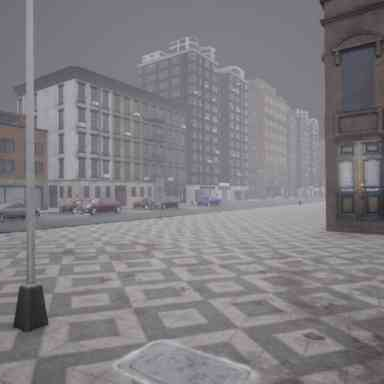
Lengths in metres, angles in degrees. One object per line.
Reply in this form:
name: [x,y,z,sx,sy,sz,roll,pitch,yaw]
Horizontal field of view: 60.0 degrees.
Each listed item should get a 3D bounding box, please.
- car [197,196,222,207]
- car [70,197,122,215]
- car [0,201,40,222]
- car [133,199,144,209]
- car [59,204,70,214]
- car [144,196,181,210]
car: [2.637,1.402,49.963,1.882,1.535,5.008,-1,0,36]
car: [-9.287,1.319,33.263,2.097,1.767,4.553,-1,0,35]
car: [-14.279,1.549,26.233,1.994,1.385,4.181,-1,0,35]
car: [-5.605,1.449,44.039,1.882,1.535,5.008,-1,0,36]
car: [-11.666,1.470,35.521,1.882,1.535,5.008,-1,0,35]
car: [-3.369,1.298,41.579,2.097,1.767,4.553,-1,0,35]
